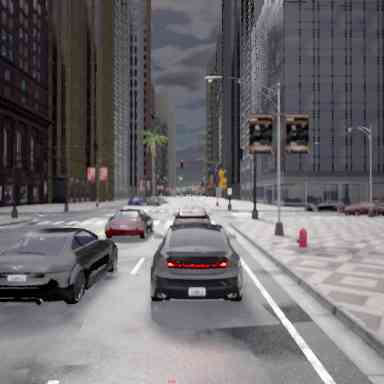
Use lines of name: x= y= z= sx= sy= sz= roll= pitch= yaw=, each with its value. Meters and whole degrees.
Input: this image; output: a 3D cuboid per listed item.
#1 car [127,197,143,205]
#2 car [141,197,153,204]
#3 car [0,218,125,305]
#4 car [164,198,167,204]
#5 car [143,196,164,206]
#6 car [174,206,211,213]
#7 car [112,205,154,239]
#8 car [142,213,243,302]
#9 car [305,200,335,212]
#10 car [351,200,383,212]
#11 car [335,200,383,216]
car: x=-9.900 y=1.659 z=57.645 sx=1.882 sy=1.535 sz=5.008 roll=0 pitch=0 yaw=0
car: x=-9.852 y=1.825 z=72.808 sx=1.994 sy=1.385 sz=4.181 roll=0 pitch=0 yaw=0
car: x=-3.172 y=1.559 z=8.120 sx=1.994 sy=1.385 sz=4.181 roll=0 pitch=0 yaw=1
car: x=-6.602 y=1.869 z=72.890 sx=1.895 sy=1.301 sz=4.718 roll=0 pitch=0 yaw=0
car: x=-6.651 y=1.534 z=57.844 sx=2.097 sy=1.767 sz=4.553 roll=0 pitch=0 yaw=0
car: x=0.026 y=1.498 z=17.572 sx=2.128 sy=1.511 sz=4.902 roll=0 pitch=0 yaw=0
car: x=-3.173 y=1.570 z=17.425 sx=1.994 sy=1.385 sz=4.181 roll=0 pitch=0 yaw=0
car: x=0.090 y=1.500 z=8.251 sx=1.837 sy=1.490 sz=4.892 roll=0 pitch=0 yaw=0
car: x=15.133 y=1.594 z=37.817 sx=4.313 sy=1.339 sz=1.947 roll=0 pitch=0 yaw=-1
car: x=20.773 y=1.575 z=37.912 sx=4.313 sy=1.339 sz=1.947 roll=0 pitch=0 yaw=-1
car: x=15.275 y=1.524 z=29.293 sx=4.206 sy=1.307 sz=1.802 roll=0 pitch=0 yaw=-1
